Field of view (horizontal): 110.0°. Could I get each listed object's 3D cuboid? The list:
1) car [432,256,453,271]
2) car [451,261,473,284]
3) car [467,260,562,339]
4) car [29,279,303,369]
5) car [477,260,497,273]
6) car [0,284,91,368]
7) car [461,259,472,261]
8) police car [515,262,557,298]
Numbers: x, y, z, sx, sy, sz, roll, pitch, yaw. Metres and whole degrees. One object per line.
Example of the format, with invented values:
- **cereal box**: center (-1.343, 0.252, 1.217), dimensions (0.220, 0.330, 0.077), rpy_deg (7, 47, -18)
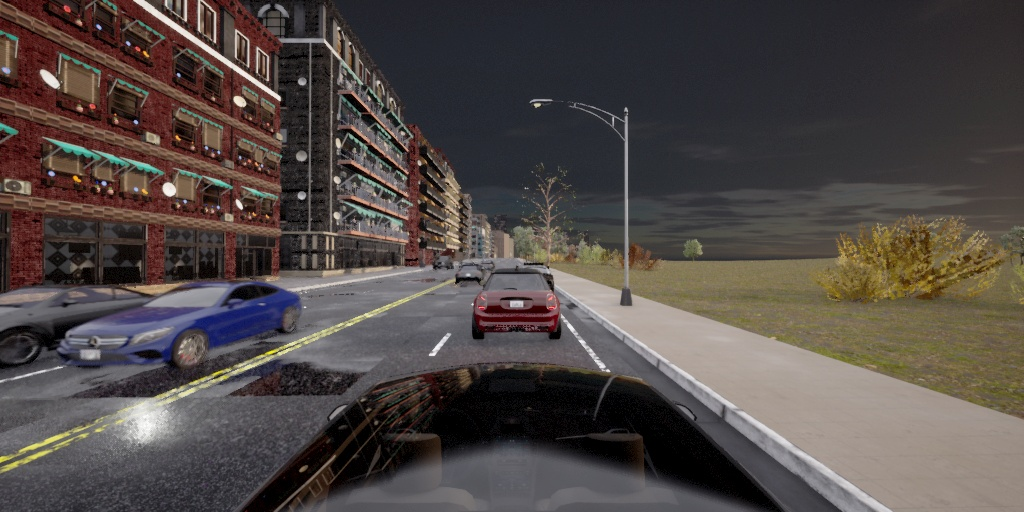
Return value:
- **car**: center (-9.743, 0.972, 51.025), dimensions (2.150, 2.045, 5.566), rpy_deg (0, 0, 0)
- **car**: center (-3.096, 1.316, 27.404), dimensions (1.994, 1.385, 4.181), rpy_deg (0, 0, 0)
- **car**: center (0.113, 1.103, 10.194), dimensions (2.097, 1.767, 4.553), rpy_deg (0, 0, 0)
- **car**: center (-6.587, 1.277, 7.931), dimensions (1.812, 1.442, 4.674), rpy_deg (0, 0, 0)
- **car**: center (-3.059, 1.239, 44.789), dimensions (2.128, 1.511, 4.902), rpy_deg (0, 0, 0)
- **car**: center (-9.838, 1.315, 7.681), dimensions (1.994, 1.385, 4.181), rpy_deg (0, 0, 0)
- **car**: center (-6.491, 1.228, 51.061), dimensions (1.882, 1.535, 5.008), rpy_deg (0, 0, 0)
- **police car**: center (1.174, 1.177, 19.689), dimensions (1.930, 1.638, 5.238), rpy_deg (0, 0, 0)
